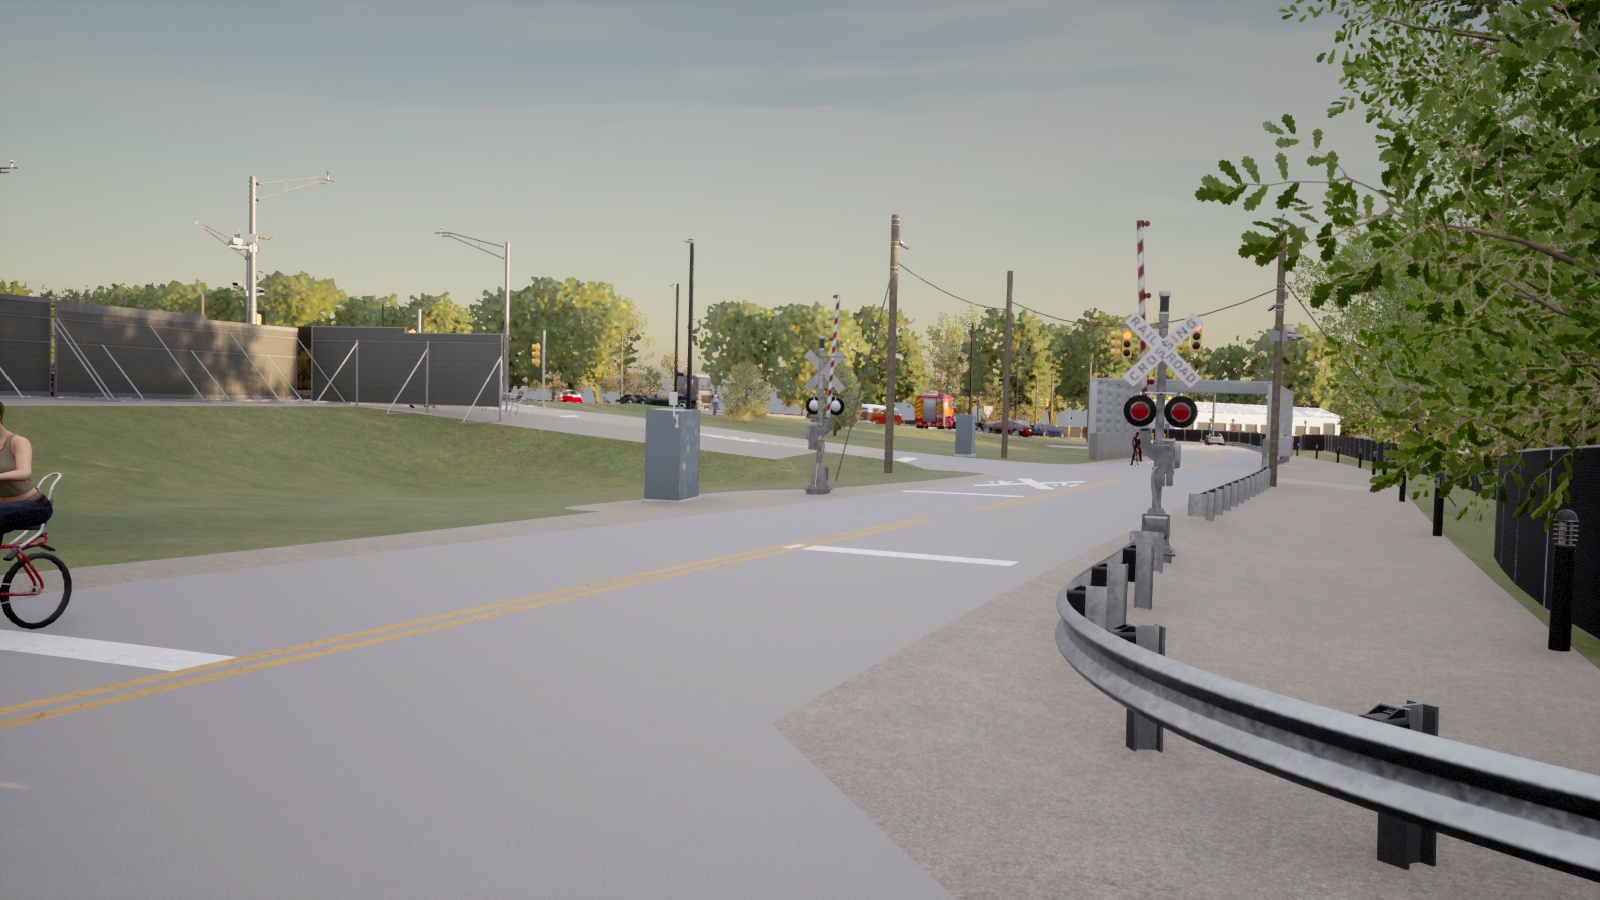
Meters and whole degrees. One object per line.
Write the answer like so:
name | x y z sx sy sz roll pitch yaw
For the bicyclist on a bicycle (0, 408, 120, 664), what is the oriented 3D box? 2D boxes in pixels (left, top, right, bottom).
bicyclist on a bicycle | -5.396 0.535 8.177 0.866 1.612 1.509 1 1 19
